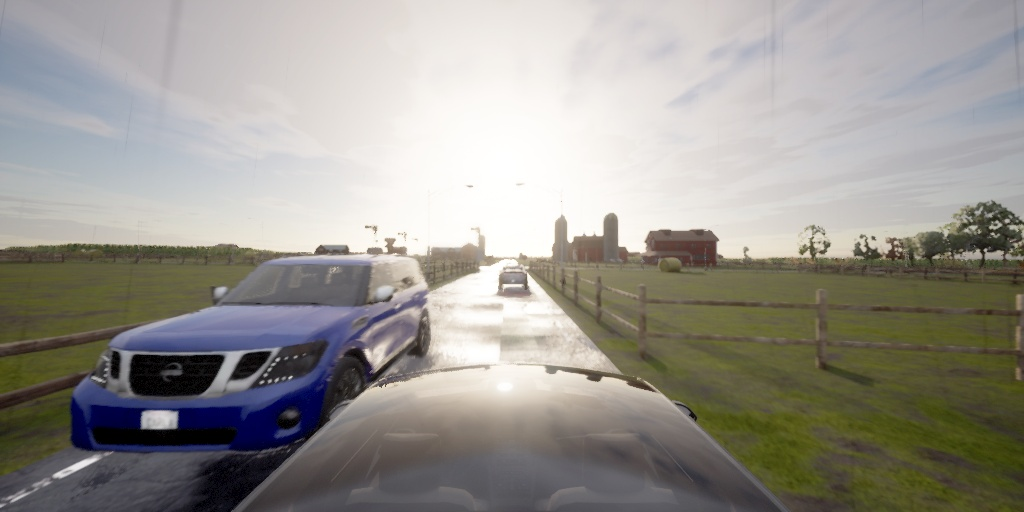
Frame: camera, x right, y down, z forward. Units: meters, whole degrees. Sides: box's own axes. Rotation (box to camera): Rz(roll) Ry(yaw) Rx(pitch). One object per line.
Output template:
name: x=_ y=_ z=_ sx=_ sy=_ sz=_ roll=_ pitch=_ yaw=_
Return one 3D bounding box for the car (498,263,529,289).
car: x=0.077 y=1.287 z=23.607 sx=2.128 sy=1.511 sz=4.902 roll=0 pitch=0 yaw=0

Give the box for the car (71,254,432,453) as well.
car: x=-2.806 y=0.982 z=5.643 sx=2.150 sy=2.045 sz=5.566 roll=0 pitch=0 yaw=0
